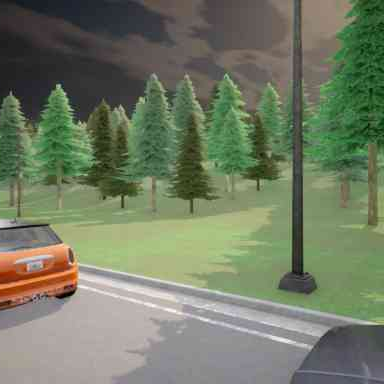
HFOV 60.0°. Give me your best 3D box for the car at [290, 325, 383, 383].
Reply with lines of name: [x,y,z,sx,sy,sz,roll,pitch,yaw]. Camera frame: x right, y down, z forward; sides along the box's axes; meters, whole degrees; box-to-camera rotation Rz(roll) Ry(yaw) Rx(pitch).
car: [3.230,1.547,1.691,5.357,1.411,2.033,0,0,36]

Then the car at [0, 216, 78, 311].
car: [-4.571,1.352,7.253,4.553,1.767,2.097,0,0,36]
